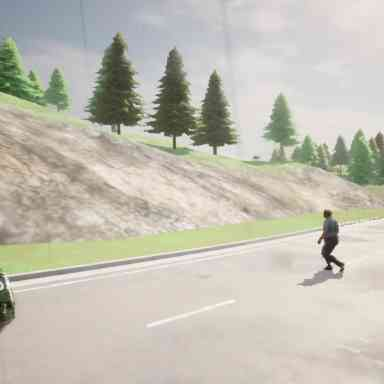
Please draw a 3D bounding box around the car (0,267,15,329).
[{"bbox_3d":[-5.026,1.353,4.572,4.553,1.767,2.097,0,0,-36],"label":"car"}]

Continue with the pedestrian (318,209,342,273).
[{"bbox_3d":[3.851,1.294,9.272,0.375,1.860,0.375,0,0,-42],"label":"pedestrian"}]
